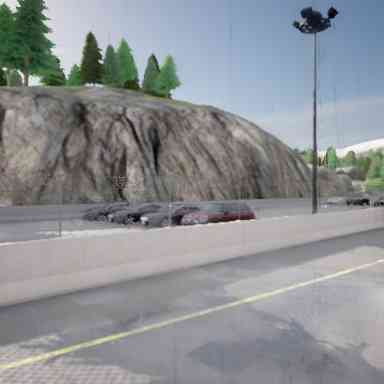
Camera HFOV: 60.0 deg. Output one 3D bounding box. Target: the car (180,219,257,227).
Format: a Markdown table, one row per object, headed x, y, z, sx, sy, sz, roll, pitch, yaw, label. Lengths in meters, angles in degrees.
| x | y | z | sx | sy | sz | roll | pitch | yaw | label |
| --- | --- | --- | --- | --- | --- | --- | --- | --- | --- |
| 1.522 | 1.359 | 18.568 | 4.553 | 1.767 | 2.097 | 0 | 0 | -40 | car |
